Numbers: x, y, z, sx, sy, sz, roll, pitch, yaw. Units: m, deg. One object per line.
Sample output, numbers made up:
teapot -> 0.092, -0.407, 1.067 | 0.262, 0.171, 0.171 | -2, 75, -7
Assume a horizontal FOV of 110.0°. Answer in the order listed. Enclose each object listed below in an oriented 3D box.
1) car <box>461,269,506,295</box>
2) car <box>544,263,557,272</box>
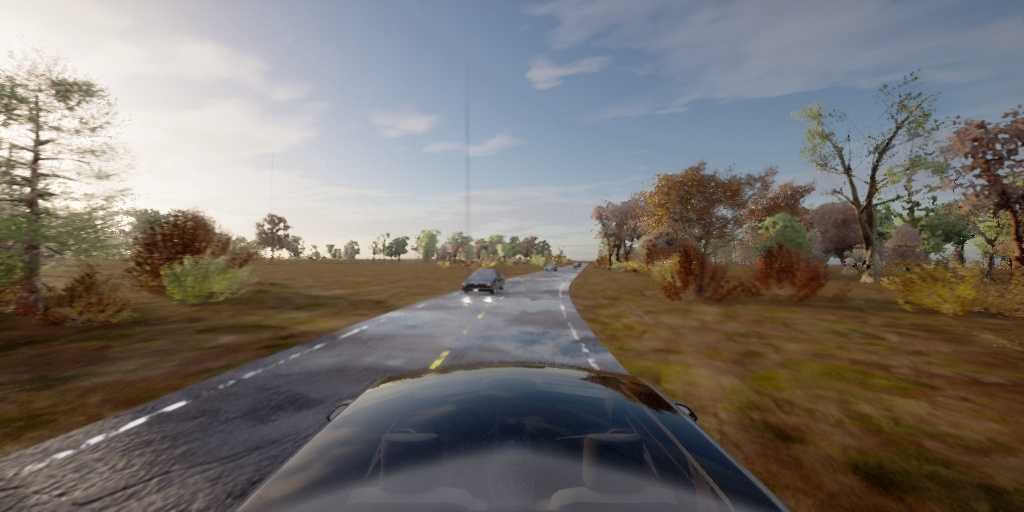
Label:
car -> -1.605, 1.525, 22.205 | 2.033, 1.411, 5.357 | 0, -1, 8
car -> 6.794, 1.996, 62.535 | 2.128, 1.511, 4.902 | 0, -1, 13
